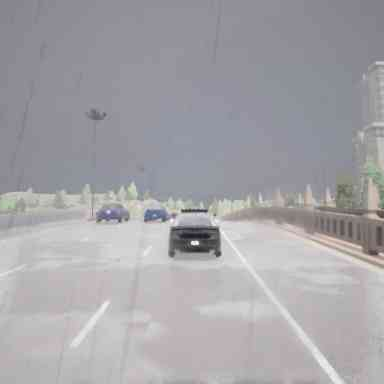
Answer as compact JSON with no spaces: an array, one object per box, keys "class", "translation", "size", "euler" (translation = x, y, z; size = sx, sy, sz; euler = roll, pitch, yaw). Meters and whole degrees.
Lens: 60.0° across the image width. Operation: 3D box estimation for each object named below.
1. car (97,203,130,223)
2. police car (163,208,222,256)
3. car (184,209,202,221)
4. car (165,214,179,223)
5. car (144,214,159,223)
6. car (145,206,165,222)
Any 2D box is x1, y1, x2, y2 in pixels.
[{"class":"car","translation":[-6.894,1.816,29.581],"size":[2.097,1.767,4.553],"euler":[0,-3,0]},{"class":"police car","translation":[0.102,1.496,13.648],"size":[1.930,1.638,5.238],"euler":[0,0,0]},{"class":"car","translation":[0.108,2.642,37.929],"size":[1.895,1.301,4.718],"euler":[0,-5,0]},{"class":"car","translation":[-3.389,4.617,57.465],"size":[2.128,1.511,4.902],"euler":[0,-6,0]},{"class":"car","translation":[-6.887,4.572,56.928],"size":[1.837,1.490,4.892],"euler":[0,-6,0]},{"class":"car","translation":[-3.393,2.118,32.521],"size":[1.882,1.535,5.008],"euler":[0,-4,0]}]
